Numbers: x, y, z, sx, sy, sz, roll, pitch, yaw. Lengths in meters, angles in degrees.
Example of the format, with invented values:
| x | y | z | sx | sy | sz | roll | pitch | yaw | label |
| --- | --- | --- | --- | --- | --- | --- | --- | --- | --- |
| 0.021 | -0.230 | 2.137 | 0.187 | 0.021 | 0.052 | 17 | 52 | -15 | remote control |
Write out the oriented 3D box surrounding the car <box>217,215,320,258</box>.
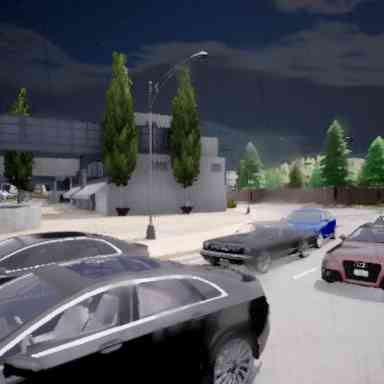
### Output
| x | y | z | sx | sy | sz | roll | pitch | yaw | label |
| --- | --- | --- | --- | --- | --- | --- | --- | --- | --- |
| 2.380 | 1.668 | 11.118 | 1.895 | 1.301 | 4.718 | -1 | -1 | 41 | car |

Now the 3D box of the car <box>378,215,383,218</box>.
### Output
| x | y | z | sx | sy | sz | roll | pitch | yaw | label |
| --- | --- | --- | --- | --- | --- | --- | --- | --- | --- |
| 7.925 | 1.614 | 12.964 | 1.994 | 1.385 | 4.181 | -1 | 0 | 35 | car |

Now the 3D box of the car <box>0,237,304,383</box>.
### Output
| x | y | z | sx | sy | sz | roll | pitch | yaw | label |
| --- | --- | --- | --- | --- | --- | --- | --- | --- | --- |
| -1.190 | 1.526 | 3.464 | 4.902 | 1.511 | 2.128 | 0 | -1 | -39 | car |

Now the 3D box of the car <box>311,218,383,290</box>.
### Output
| x | y | z | sx | sy | sz | roll | pitch | yaw | label |
| --- | --- | --- | --- | --- | --- | --- | --- | --- | --- |
| 5.037 | 1.601 | 8.840 | 1.994 | 1.385 | 4.181 | -1 | -1 | 41 | car |

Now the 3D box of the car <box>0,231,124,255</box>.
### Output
| x | y | z | sx | sy | sz | roll | pitch | yaw | label |
| --- | --- | --- | --- | --- | --- | --- | --- | --- | --- |
| -3.025 | 1.569 | 6.409 | 4.892 | 1.490 | 1.837 | 0 | -1 | -39 | car |

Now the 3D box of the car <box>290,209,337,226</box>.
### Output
| x | y | z | sx | sy | sz | roll | pitch | yaw | label |
| --- | --- | --- | --- | --- | --- | --- | --- | --- | --- |
| 5.363 | 1.558 | 15.354 | 1.882 | 1.535 | 5.008 | -1 | 0 | 34 | car |
